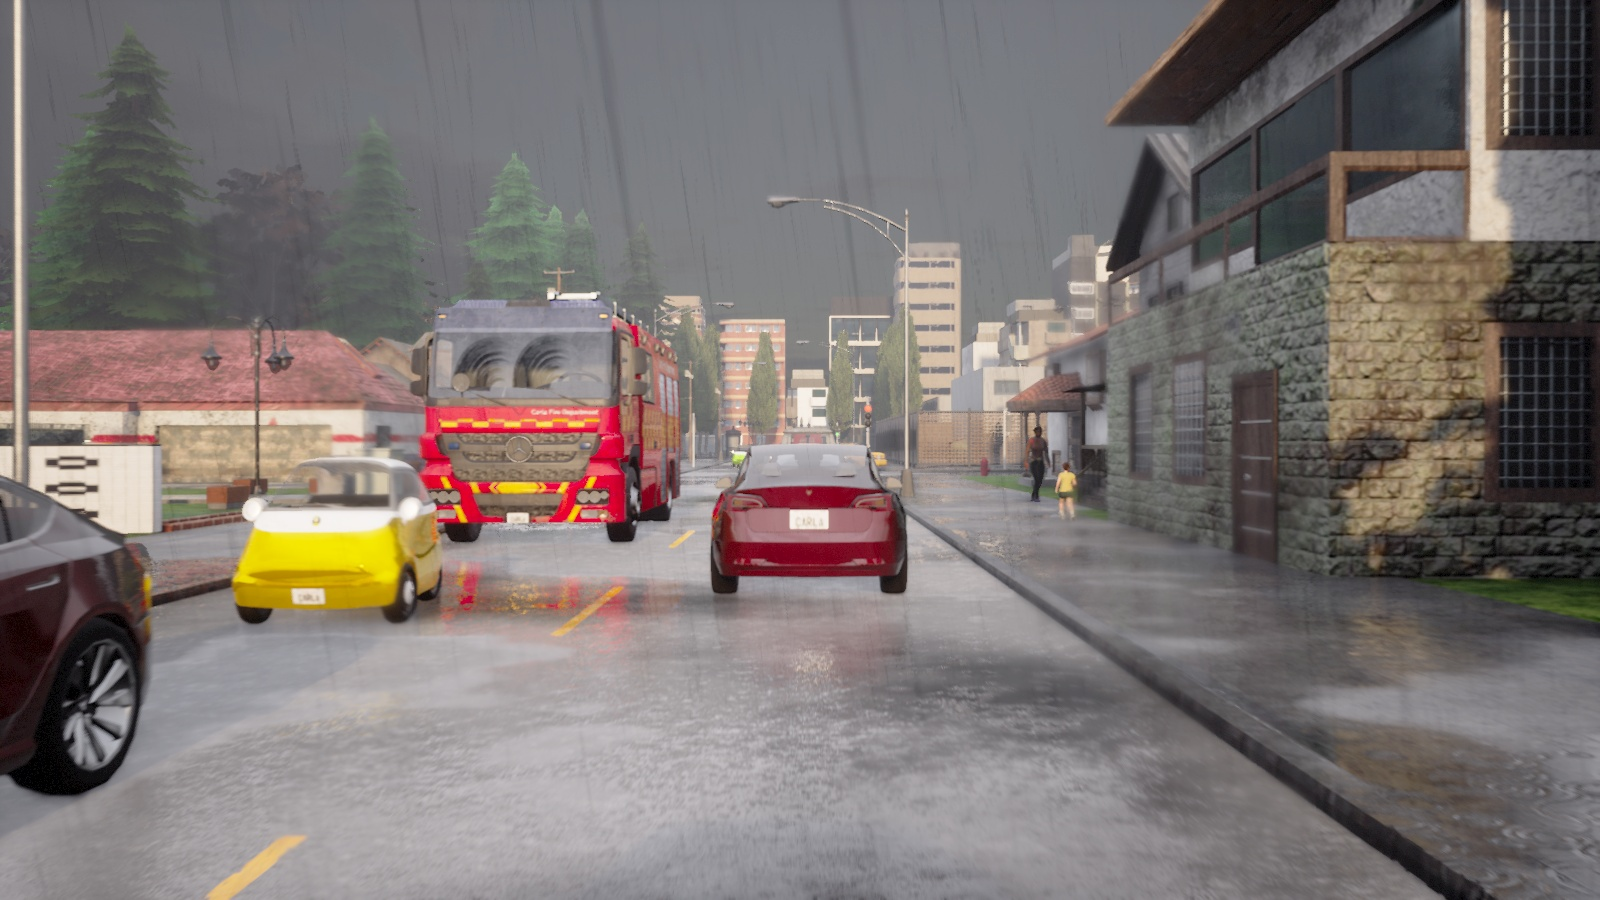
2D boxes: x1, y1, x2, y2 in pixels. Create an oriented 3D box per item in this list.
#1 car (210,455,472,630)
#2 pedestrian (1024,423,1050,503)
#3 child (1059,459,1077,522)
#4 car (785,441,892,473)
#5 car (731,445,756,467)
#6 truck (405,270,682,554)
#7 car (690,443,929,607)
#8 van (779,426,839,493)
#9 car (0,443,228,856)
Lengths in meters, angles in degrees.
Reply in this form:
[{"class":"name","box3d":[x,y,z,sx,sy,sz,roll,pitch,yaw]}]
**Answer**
[{"class":"car","box3d":[-3.920,0.736,11.032,1.481,1.376,2.207,0,0,0]},{"class":"pedestrian","box3d":[5.456,0.298,28.897,0.328,1.805,0.869,0,0,-7]},{"class":"child","box3d":[4.776,0.714,22.396,0.255,1.110,0.394,0,0,2]},{"class":"car","box3d":[1.951,0.325,64.301,5.366,1.575,1.801,0,0,35]},{"class":"car","box3d":[-3.532,0.353,78.991,1.481,1.376,2.207,0,0,0]},{"class":"truck","box3d":[-3.860,-0.541,21.185,2.891,3.827,8.468,0,0,0]},{"class":"car","box3d":[0.096,0.669,13.779,2.163,1.488,4.792,0,0,0]},{"class":"van","box3d":[0.256,0.277,39.551,1.775,1.987,4.442,0,0,0]},{"class":"car","box3d":[-3.966,0.721,3.932,2.163,1.488,4.792,0,0,0]}]
